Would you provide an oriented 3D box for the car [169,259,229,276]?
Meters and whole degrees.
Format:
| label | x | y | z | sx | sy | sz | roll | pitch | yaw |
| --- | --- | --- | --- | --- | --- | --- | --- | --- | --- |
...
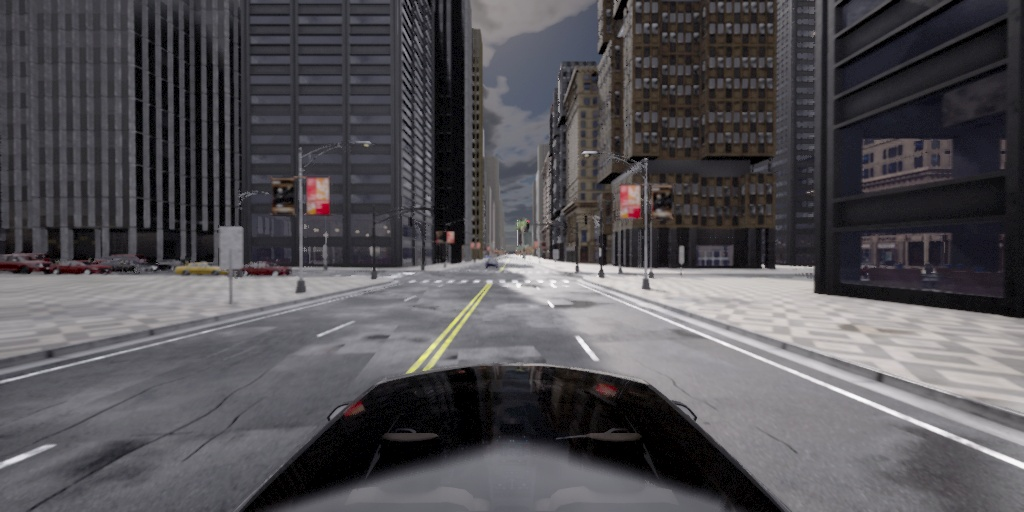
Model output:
| label | x | y | z | sx | sy | sz | roll | pitch | yaw |
| --- | --- | --- | --- | --- | --- | --- | --- | --- | --- |
| car | -28.242 | 1.159 | 33.148 | 4.829 | 1.417 | 1.751 | 0 | 0 | 0 |

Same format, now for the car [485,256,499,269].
| label | x | y | z | sx | sy | sz | roll | pitch | yaw |
| --- | --- | --- | --- | --- | --- | --- | --- | --- | --- |
| car | -3.254 | 1.145 | 58.442 | 2.097 | 1.767 | 4.553 | 0 | -1 | 0 |

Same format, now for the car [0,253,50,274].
| label | x | y | z | sx | sy | sz | roll | pitch | yaw |
| --- | --- | --- | --- | --- | --- | --- | --- | --- | --- |
| car | -45.287 | 0.802 | 33.048 | 5.009 | 1.841 | 2.192 | 0 | 0 | 0 |

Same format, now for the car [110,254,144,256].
| label | x | y | z | sx | sy | sz | roll | pitch | yaw |
| --- | --- | --- | --- | --- | --- | --- | --- | --- | --- |
| car | -45.335 | 0.719 | 41.573 | 5.009 | 1.841 | 2.192 | 0 | 0 | 0 |

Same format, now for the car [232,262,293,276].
| label | x | y | z | sx | sy | sz | roll | pitch | yaw |
| --- | --- | --- | --- | --- | --- | --- | --- | --- | --- |
| car | -22.787 | 1.224 | 33.181 | 4.507 | 1.381 | 1.888 | 0 | 0 | 0 |

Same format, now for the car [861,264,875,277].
| label | x | y | z | sx | sy | sz | roll | pitch | yaw |
| --- | --- | --- | --- | --- | --- | --- | --- | --- | --- |
| car | 36.829 | 1.509 | 39.350 | 5.008 | 1.535 | 1.882 | 1 | 1 | 0 |

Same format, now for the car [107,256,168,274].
| label | x | y | z | sx | sy | sz | roll | pitch | yaw |
| --- | --- | --- | --- | --- | --- | --- | --- | --- | --- |
| car | -38.186 | 1.015 | 35.855 | 4.902 | 1.511 | 2.128 | 1 | 1 | 0 |

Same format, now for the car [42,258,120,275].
| label | x | y | z | sx | sy | sz | roll | pitch | yaw |
| --- | --- | --- | --- | --- | --- | --- | --- | --- | --- |
| car | -39.662 | 1.083 | 33.081 | 4.507 | 1.381 | 1.888 | 0 | 0 | 0 |
